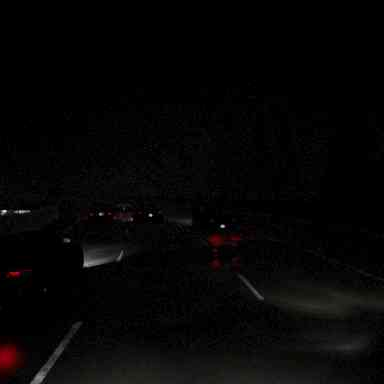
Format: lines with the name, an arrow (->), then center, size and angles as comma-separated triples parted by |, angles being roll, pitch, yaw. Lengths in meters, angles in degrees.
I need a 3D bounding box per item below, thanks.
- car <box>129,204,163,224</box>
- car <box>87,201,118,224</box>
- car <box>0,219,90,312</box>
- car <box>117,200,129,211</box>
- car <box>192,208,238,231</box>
car -> -3.402, 1.606, 25.255 | 1.994, 1.385, 4.181 | 0, 0, -14
car -> -7.025, 1.601, 25.598 | 2.033, 1.411, 5.357 | 0, 0, -15
car -> -3.941, 1.585, 7.772 | 1.994, 1.385, 4.181 | 0, 0, -5
car -> -8.893, 1.680, 41.491 | 1.895, 1.301, 4.718 | 0, 0, -22
car -> 1.267, 1.624, 20.737 | 1.895, 1.301, 4.718 | 0, 0, -11
